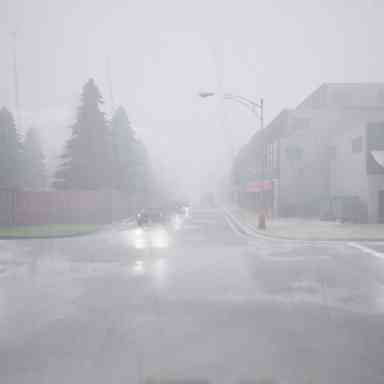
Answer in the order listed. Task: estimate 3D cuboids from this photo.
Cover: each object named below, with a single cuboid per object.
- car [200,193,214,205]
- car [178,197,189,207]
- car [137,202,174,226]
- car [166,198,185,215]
[{"bbox_3d":[2.663,1.225,59.584,2.150,2.045,5.566,0,0,3],"label":"car"},{"bbox_3d":[-1.422,1.510,50.254,1.837,1.490,4.892,0,0,3],"label":"car"},{"bbox_3d":[-2.618,1.602,23.733,1.895,1.301,4.718,0,0,3],"label":"car"},{"bbox_3d":[-2.131,1.603,34.763,1.895,1.301,4.718,0,0,3],"label":"car"}]
